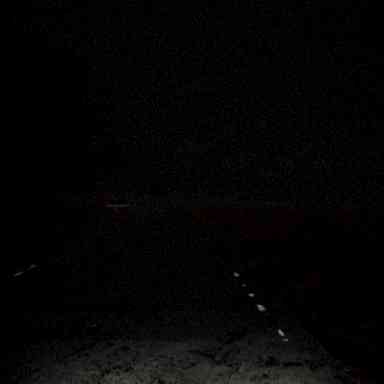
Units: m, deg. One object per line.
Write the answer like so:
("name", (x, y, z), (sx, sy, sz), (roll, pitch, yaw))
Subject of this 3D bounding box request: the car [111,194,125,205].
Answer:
("car", (-14.526, 1.470, 65.265), (2.150, 2.045, 5.566), (0, 0, -20))

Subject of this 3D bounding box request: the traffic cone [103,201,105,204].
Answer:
("traffic cone", (-16.628, 2.209, 64.190), (0.340, 0.580, 0.340), (0, 0, -21))

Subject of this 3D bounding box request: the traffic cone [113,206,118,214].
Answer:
("traffic cone", (-8.129, 2.063, 35.915), (0.340, 0.580, 0.340), (0, 0, -12))
